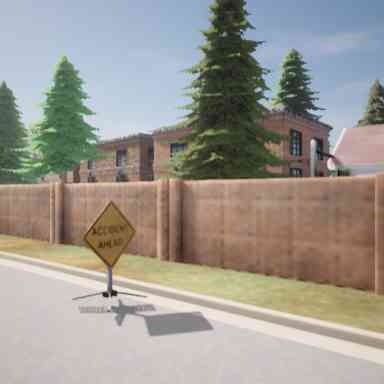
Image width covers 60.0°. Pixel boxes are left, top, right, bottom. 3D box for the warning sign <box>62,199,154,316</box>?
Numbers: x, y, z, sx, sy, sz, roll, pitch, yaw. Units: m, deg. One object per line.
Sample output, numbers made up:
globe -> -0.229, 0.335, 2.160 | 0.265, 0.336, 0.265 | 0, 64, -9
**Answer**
warning sign -> -1.547, 1.088, 6.262 | 1.060, 1.860, 1.300 | 0, 0, 36
